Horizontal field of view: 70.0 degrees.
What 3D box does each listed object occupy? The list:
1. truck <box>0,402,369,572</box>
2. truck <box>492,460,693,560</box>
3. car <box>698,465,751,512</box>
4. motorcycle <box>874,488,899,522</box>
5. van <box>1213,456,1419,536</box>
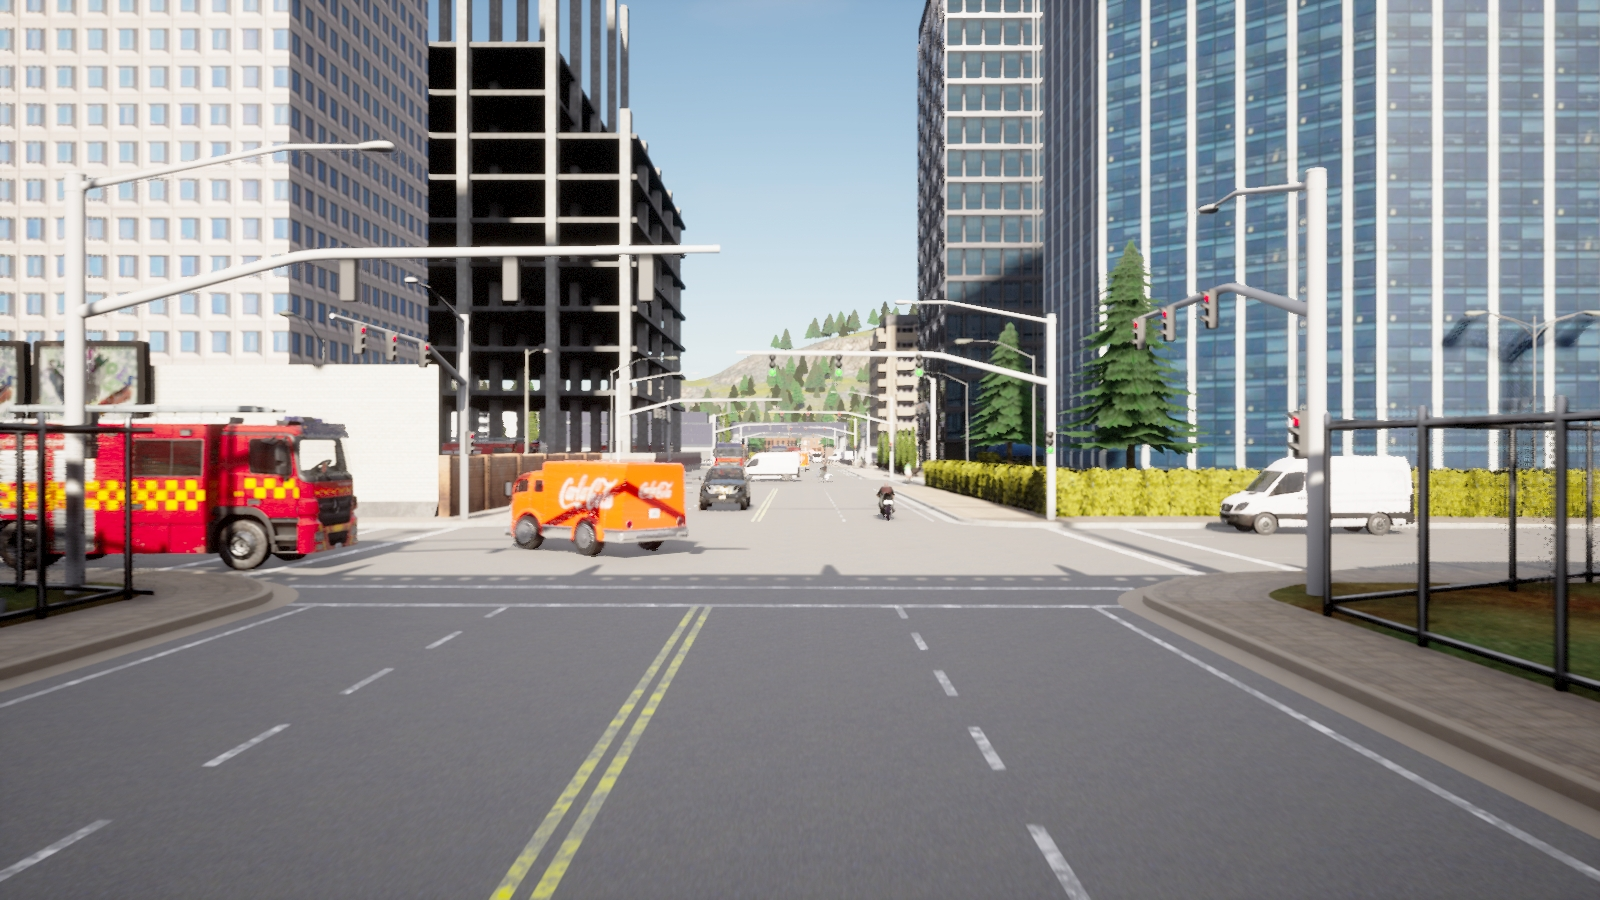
[{"bbox_3d":[-15.016,0.837,27.114,8.468,3.827,2.891,0,0,0],"label":"truck"},{"bbox_3d":[-5.734,1.538,31.300,5.204,2.467,2.627,0,0,39],"label":"truck"},{"bbox_3d":[-3.500,1.778,54.214,2.150,2.045,5.566,0,0,0],"label":"car"},{"bbox_3d":[3.501,2.204,46.312,0.867,1.251,2.209,0,0,0],"label":"motorcycle"},{"bbox_3d":[16.962,1.478,37.786,5.915,2.561,1.988,0,0,0],"label":"van"}]
